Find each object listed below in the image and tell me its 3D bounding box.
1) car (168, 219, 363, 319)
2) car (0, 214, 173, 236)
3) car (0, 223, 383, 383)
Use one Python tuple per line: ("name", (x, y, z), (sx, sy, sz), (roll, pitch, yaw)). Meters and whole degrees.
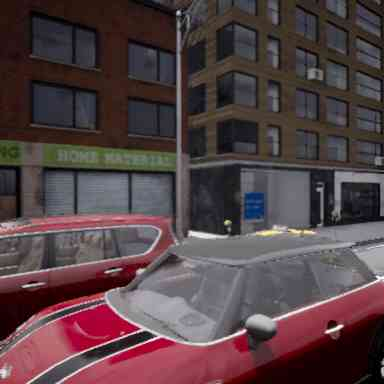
("car", (1.945, 1.513, 7.922), (4.829, 1.417, 1.752), (0, 0, -36))
("car", (-2.355, 1.314, 4.856), (5.009, 1.841, 2.192), (0, 0, -36))
("car", (0.316, 1.348, 3.604), (4.553, 1.767, 2.097), (0, 0, -35))
